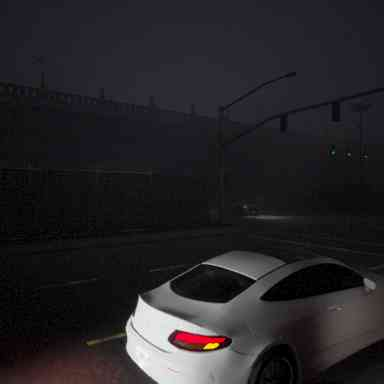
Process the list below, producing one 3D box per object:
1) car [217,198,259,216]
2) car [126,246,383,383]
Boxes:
[{"bbox_3d":[4.633,1.407,33.976,2.097,1.767,4.553,0,0,-36],"label":"car"},{"bbox_3d":[1.378,1.526,4.766,4.674,1.442,1.812,0,0,-35],"label":"car"}]
